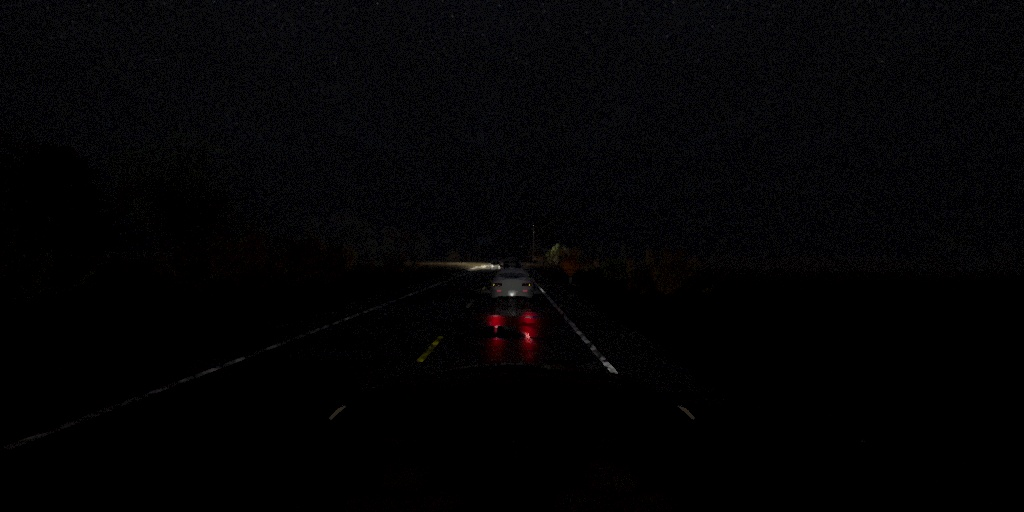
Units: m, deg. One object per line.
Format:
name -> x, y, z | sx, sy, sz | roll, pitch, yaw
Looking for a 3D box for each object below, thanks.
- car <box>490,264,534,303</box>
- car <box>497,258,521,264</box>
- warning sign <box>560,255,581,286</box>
car -> 0.000, 1.286, 16.500 | 1.812, 1.442, 4.674 | 0, 0, 0
car -> 0.000, 1.126, 31.471 | 2.097, 1.767, 4.553 | 0, 0, 0
warning sign -> 3.550, 0.869, 21.712 | 1.300, 1.860, 1.060 | 0, 0, 0
